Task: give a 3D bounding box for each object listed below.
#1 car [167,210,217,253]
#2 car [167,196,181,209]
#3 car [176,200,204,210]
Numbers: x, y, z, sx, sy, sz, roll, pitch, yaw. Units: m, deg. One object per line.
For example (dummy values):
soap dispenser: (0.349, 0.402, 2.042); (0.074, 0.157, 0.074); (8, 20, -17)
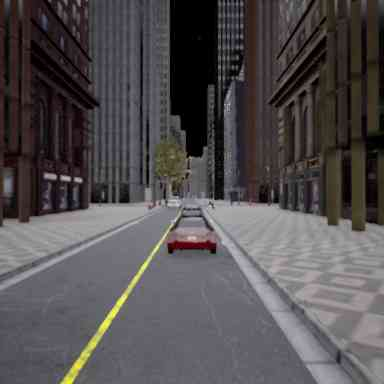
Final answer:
car: (0.005, 1.700, 14.354); (1.994, 1.385, 4.181); (0, 0, 0)
car: (-3.000, 1.755, 56.700); (2.150, 2.045, 5.566); (0, -1, 0)
car: (0.004, 1.768, 29.304); (2.128, 1.511, 4.902); (0, 0, 0)
